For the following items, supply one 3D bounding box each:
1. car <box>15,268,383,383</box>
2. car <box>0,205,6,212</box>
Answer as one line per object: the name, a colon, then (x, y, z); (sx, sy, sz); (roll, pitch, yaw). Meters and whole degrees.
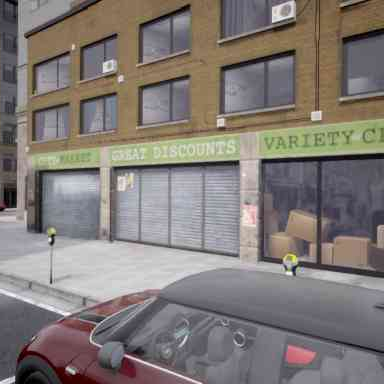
car: (0.224, 1.440, 2.905); (4.097, 1.590, 1.967); (0, 1, 35)
car: (-19.460, 1.457, 29.773); (1.895, 1.301, 4.718); (1, 1, 34)
